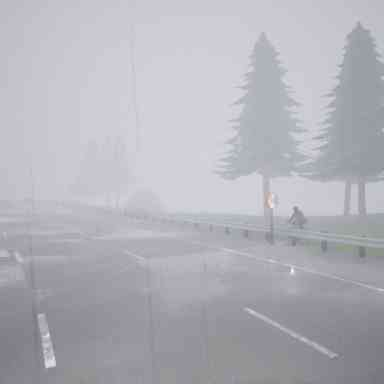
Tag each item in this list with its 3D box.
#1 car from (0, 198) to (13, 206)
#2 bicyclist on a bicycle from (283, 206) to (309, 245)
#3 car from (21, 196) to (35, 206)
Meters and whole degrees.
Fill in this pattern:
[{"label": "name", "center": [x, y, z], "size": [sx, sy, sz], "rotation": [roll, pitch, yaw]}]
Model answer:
[{"label": "car", "center": [-29.644, 1.601, 52.749], "size": [1.895, 1.301, 4.718], "rotation": [0, 0, -32]}, {"label": "bicyclist on a bicycle", "center": [4.419, 1.436, 13.958], "size": [1.656, 1.620, 0.582], "rotation": [6, -3, -31]}, {"label": "car", "center": [-28.081, 1.505, 56.867], "size": [1.837, 1.490, 4.892], "rotation": [0, 0, -32]}]
